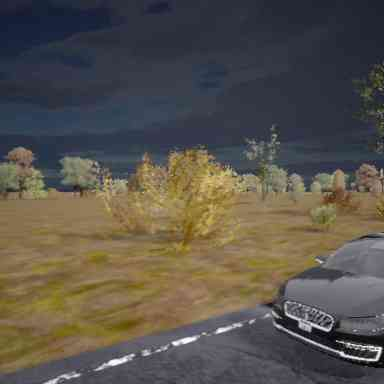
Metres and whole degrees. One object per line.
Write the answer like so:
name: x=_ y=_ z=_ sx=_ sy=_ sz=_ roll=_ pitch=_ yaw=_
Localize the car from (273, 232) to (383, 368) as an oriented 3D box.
car: x=3.501 y=1.503 z=5.653 sx=4.892 sy=1.490 sz=1.837 roll=0 pitch=0 yaw=-33
